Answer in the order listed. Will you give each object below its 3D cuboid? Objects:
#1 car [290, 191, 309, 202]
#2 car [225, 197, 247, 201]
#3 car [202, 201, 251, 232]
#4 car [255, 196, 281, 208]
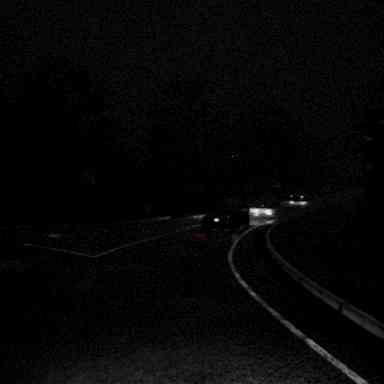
[{"bbox_3d":[17.696,0.599,54.681,2.097,1.767,4.553,1,2,31],"label":"car"},{"bbox_3d":[3.917,1.234,30.780,1.812,1.442,4.674,1,3,31],"label":"car"},{"bbox_3d":[2.142,1.466,19.883,1.994,1.385,4.181,0,1,24],"label":"car"},{"bbox_3d":[9.189,1.196,40.051,1.895,1.301,4.718,1,1,30],"label":"car"}]
